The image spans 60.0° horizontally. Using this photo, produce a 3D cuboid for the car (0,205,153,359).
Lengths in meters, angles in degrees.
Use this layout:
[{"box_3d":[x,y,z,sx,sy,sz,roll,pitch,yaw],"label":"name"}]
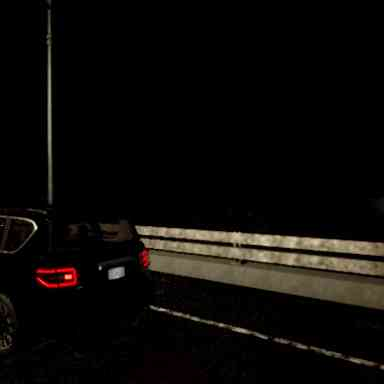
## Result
[{"box_3d":[-3.258,1.276,6.317,5.566,2.045,2.150,-1,0,36],"label":"car"}]
